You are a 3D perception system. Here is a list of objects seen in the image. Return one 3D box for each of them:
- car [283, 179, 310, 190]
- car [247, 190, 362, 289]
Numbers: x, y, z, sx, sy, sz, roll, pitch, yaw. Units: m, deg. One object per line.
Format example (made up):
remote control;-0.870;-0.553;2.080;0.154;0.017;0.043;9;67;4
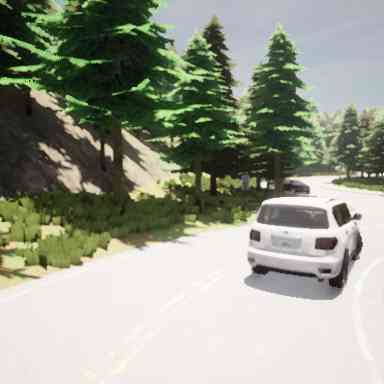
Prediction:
car;11.756;-0.662;38.167;1.882;1.535;5.008;-1;5;-8
car;3.419;1.142;9.508;2.150;2.045;5.566;3;3;31
